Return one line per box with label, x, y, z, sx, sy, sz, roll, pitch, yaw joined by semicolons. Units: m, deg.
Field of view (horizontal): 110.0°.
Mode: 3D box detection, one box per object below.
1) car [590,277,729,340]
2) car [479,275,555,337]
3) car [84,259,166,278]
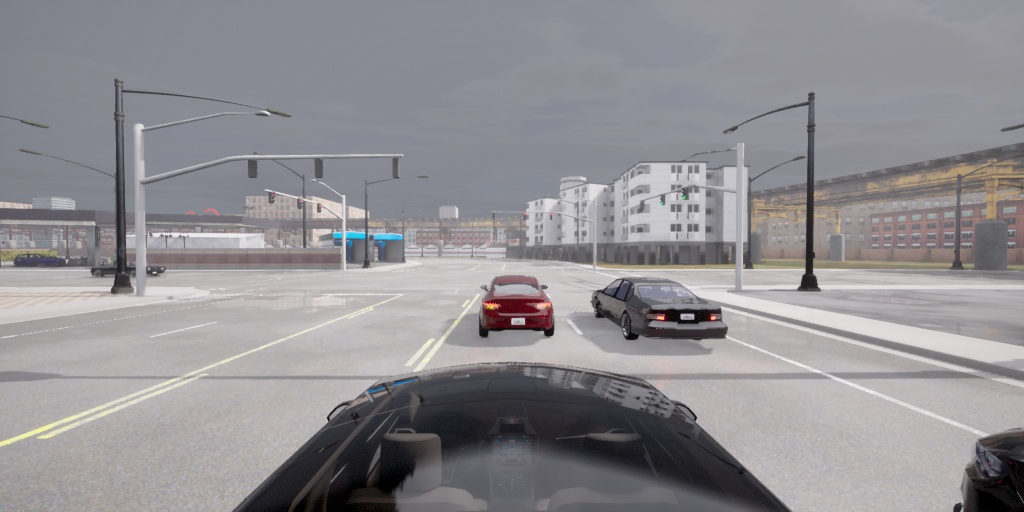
car;3.588;1.282;9.852;2.033;1.411;5.357;0;0;0
car;0.077;1.256;10.139;1.812;1.442;4.674;0;0;-1
car;-32.537;1.133;30.380;4.718;1.301;1.895;0;1;-1
